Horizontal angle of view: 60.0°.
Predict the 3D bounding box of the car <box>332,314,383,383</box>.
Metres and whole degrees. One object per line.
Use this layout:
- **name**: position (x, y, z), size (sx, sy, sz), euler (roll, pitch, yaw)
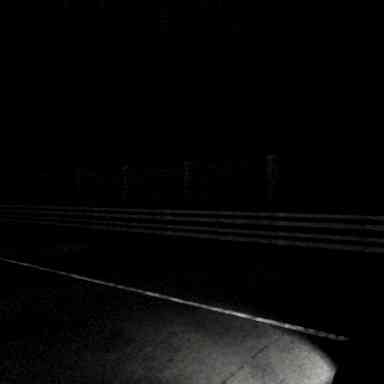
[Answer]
- **car**: position (3.013, 1.405, 1.872), size (4.181, 1.385, 1.994), euler (-1, 2, 37)
